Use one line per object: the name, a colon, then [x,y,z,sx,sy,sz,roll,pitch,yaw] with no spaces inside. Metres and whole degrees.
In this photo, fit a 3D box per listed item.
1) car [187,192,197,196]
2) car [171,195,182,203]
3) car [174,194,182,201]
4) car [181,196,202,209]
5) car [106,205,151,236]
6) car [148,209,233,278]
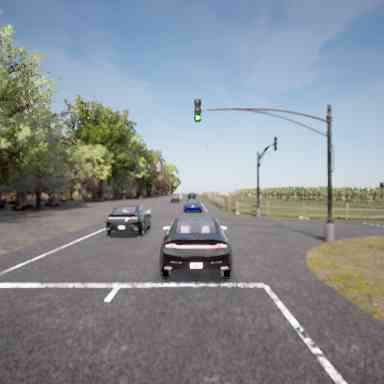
car: [0.000,1.138,83.663,2.150,2.045,5.566,0,0,0]
car: [-3.425,1.475,70.245,2.033,1.411,5.357,0,0,0]
car: [-3.500,1.389,85.545,1.882,1.535,5.008,0,0,0]
car: [0.100,1.531,38.158,1.994,1.385,4.181,0,0,0]
car: [-3.399,1.478,18.443,2.128,1.511,4.902,0,0,0]
car: [0.101,1.484,10.117,2.128,1.511,4.902,0,0,0]
